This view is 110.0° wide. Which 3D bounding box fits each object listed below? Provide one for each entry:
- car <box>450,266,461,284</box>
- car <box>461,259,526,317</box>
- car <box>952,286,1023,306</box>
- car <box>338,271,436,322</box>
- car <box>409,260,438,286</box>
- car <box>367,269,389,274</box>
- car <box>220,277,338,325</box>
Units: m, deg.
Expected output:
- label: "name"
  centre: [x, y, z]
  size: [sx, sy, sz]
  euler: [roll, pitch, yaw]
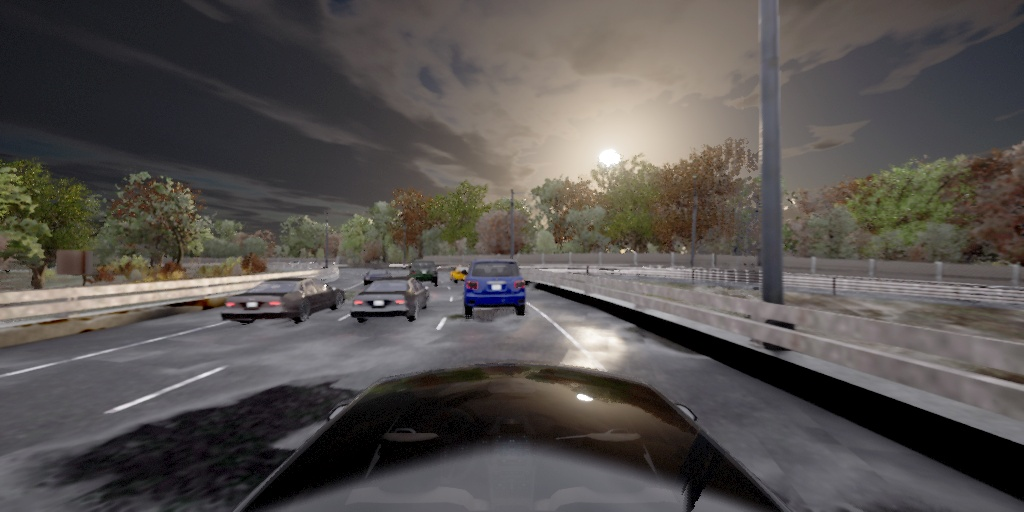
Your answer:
- label: "car"
  centre: [-4.468, 1.622, 32.476]
  size: [1.882, 1.535, 5.008]
  euler: [0, 0, -16]
- label: "car"
  centre: [-0.801, 1.131, 14.325]
  size: [2.150, 2.045, 5.566]
  euler: [0, 0, -7]
- label: "car"
  centre: [37.557, 3.038, 27.731]
  size: [4.674, 1.442, 1.812]
  euler: [3, 1, 28]
- label: "car"
  centre: [-4.165, 1.452, 12.979]
  size: [2.033, 1.411, 5.357]
  euler: [0, -1, -6]
- label: "car"
  centre: [-7.251, 1.341, 29.456]
  size: [2.150, 2.045, 5.566]
  euler: [0, 0, -15]
- label: "car"
  centre: [-10.792, 1.728, 29.148]
  size: [1.895, 1.301, 4.718]
  euler: [0, -1, -15]
- label: "car"
  centre: [-7.651, 1.461, 12.672]
  size: [2.033, 1.411, 5.357]
  euler: [0, -1, -6]
